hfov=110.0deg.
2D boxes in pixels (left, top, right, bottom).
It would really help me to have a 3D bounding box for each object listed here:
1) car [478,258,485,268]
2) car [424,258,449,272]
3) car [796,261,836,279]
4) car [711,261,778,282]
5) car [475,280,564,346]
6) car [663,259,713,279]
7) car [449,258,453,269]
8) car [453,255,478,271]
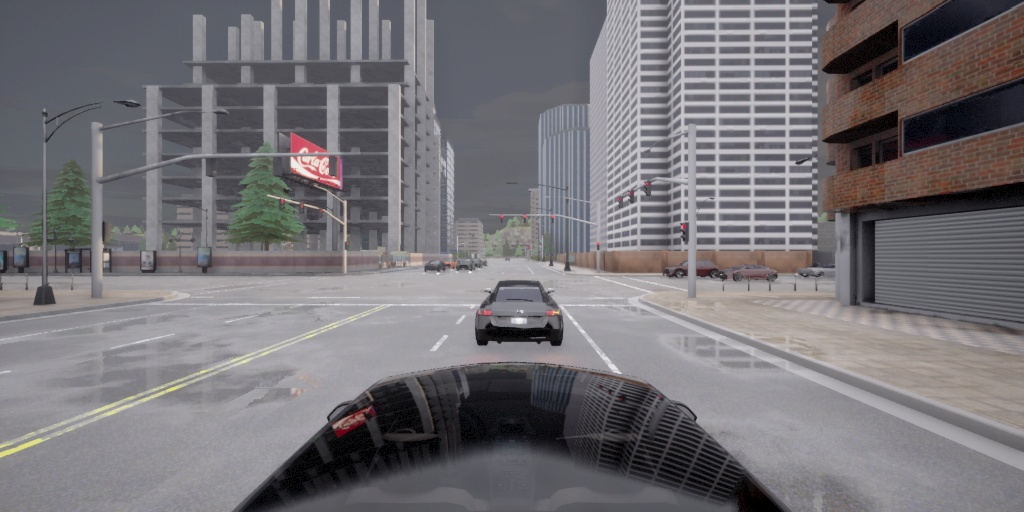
[{"bbox_3d":[-6.067,1.102,59.022,2.097,1.767,4.553,0,0,1],"label":"car"},{"bbox_3d":[-9.819,1.228,45.981,1.882,1.535,5.008,0,0,1],"label":"car"},{"bbox_3d":[28.500,1.351,32.173,4.718,1.301,1.895,0,0,1],"label":"car"},{"bbox_3d":[18.807,1.314,28.809,4.181,1.385,1.994,0,0,1],"label":"car"},{"bbox_3d":[0.193,1.314,9.444,1.994,1.385,4.181,0,0,1],"label":"car"},{"bbox_3d":[16.083,1.102,32.345,4.553,1.767,2.097,0,0,1],"label":"car"},{"bbox_3d":[-9.650,1.102,55.016,2.097,1.767,4.553,0,0,1],"label":"car"},{"bbox_3d":[-6.262,1.102,48.831,2.097,1.767,4.553,0,0,1],"label":"car"}]
